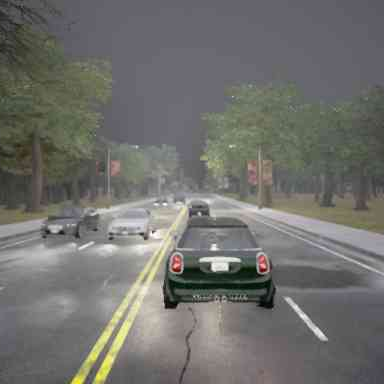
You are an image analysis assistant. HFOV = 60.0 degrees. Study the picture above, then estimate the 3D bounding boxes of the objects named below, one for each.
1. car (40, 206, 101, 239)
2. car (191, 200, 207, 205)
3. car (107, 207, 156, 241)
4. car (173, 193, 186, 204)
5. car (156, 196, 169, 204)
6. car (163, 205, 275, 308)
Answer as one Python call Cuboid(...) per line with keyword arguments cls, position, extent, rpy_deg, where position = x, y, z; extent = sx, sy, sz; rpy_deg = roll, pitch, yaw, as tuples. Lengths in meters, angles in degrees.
Cuboid(cls="car", position=(-6.157, 1.503, 17.399), extent=(2.128, 1.511, 4.902), rpy_deg=(0, 0, 0))
Cuboid(cls="car", position=(0.616, 1.528, 29.910), extent=(1.837, 1.490, 4.892), rpy_deg=(0, 0, 0))
Cuboid(cls="car", position=(-2.917, 1.539, 16.946), extent=(1.812, 1.442, 4.674), rpy_deg=(0, 0, 1))
Cuboid(cls="car", position=(-2.392, 1.166, 62.947), extent=(2.150, 2.045, 5.566), rpy_deg=(0, 0, 1))
Cuboid(cls="car", position=(-5.642, 1.457, 62.997), extent=(1.812, 1.442, 4.674), rpy_deg=(0, 0, 1))
Cuboid(cls="car", position=(0.508, 1.362, 8.109), extent=(2.097, 1.767, 4.553), rpy_deg=(0, 0, 0))
